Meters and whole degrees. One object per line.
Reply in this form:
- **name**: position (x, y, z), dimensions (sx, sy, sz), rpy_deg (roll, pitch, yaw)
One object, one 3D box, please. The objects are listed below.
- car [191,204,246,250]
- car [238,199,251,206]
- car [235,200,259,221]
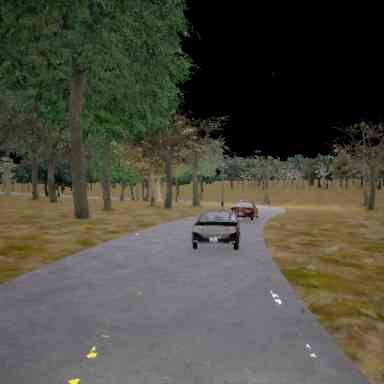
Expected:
- **car**: position (1.153, 1.501, 14.335), dimensions (2.128, 1.511, 4.902), rpy_deg (0, 0, 9)
- **car**: position (11.748, 2.389, 74.754), dimensions (2.033, 1.411, 5.357), rpy_deg (0, -1, -2)
- **car**: position (4.591, 1.570, 28.699), dimensions (1.882, 1.535, 5.008), rpy_deg (1, 0, 18)
